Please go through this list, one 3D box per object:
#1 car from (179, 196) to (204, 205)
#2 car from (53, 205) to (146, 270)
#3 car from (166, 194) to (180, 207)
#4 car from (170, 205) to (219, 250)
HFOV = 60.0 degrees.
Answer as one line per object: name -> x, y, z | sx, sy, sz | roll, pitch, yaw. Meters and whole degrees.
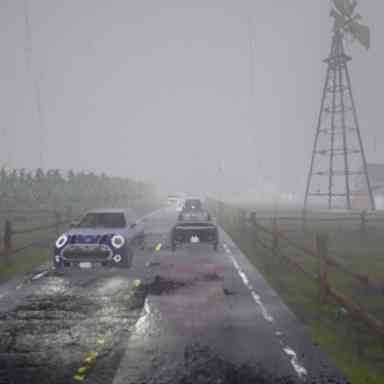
car -> 0.106, 1.400, 32.027 | 2.097, 1.767, 4.553 | 0, 0, 0
car -> -2.848, 1.367, 11.140 | 2.097, 1.767, 4.553 | 0, 0, 0
car -> -2.812, 1.310, 52.328 | 2.150, 2.045, 5.566 | 0, 0, 0
car -> 0.101, 1.511, 14.346 | 2.128, 1.511, 4.902 | 0, 0, 0
